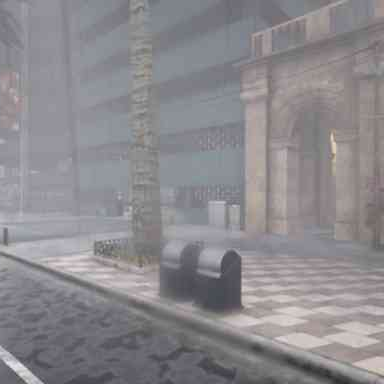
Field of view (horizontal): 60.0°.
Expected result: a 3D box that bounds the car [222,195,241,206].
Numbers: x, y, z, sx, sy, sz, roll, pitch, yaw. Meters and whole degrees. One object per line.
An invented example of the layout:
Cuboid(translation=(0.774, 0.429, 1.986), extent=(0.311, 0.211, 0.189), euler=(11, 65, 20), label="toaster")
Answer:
Cuboid(translation=(4.483, 1.005, 24.656), extent=(5.566, 2.045, 2.435), euler=(0, 0, 43), label="car")
